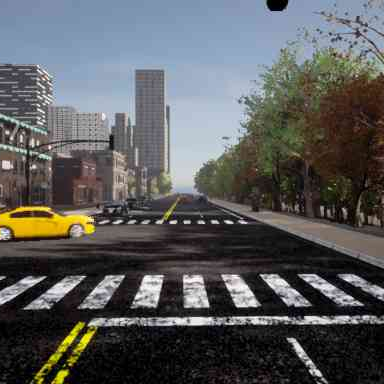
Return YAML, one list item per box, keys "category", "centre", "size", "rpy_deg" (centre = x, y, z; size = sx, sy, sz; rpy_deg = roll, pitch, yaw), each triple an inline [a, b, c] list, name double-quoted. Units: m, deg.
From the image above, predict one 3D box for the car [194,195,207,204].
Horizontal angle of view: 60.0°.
- category: "car"
  centre: [1.835, 1.454, 62.902]
  size: [1.882, 1.535, 5.008]
  rpy_deg: [0, 0, -1]

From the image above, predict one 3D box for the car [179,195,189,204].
- category: "car"
  centre: [-1.516, 1.540, 62.749]
  size: [1.994, 1.385, 4.181]
  rpy_deg: [0, 0, -1]

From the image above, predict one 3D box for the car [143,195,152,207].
- category: "car"
  centre: [-7.834, 1.333, 51.717]
  size: [2.097, 1.767, 4.553]
  rpy_deg: [0, 0, -1]

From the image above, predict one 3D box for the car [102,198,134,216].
- category: "car"
  centre: [-7.375, 1.481, 32.464]
  size: [2.128, 1.511, 4.902]
  rpy_deg: [0, 0, -1]

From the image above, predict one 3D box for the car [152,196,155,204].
- category: "car"
  centre: [-8.041, 1.468, 61.980]
  size: [2.128, 1.511, 4.902]
  rpy_deg: [0, 0, -1]

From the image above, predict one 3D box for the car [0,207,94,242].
- category: "car"
  centre: [-7.369, 1.470, 16.124]
  size: [5.008, 1.535, 1.882]
  rpy_deg: [0, 1, -22]

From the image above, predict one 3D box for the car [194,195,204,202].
- category: "car"
  centre: [1.490, 1.471, 73.008]
  size: [1.837, 1.490, 4.892]
  rpy_deg: [0, 0, -1]

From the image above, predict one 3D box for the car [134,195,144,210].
- category: "car"
  centre: [-7.600, 1.490, 42.023]
  size: [1.837, 1.490, 4.892]
  rpy_deg: [0, 0, -1]

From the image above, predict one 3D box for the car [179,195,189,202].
- category: "car"
  centre: [-1.758, 1.343, 72.749]
  size: [2.033, 1.411, 5.357]
  rpy_deg: [0, 0, -1]
